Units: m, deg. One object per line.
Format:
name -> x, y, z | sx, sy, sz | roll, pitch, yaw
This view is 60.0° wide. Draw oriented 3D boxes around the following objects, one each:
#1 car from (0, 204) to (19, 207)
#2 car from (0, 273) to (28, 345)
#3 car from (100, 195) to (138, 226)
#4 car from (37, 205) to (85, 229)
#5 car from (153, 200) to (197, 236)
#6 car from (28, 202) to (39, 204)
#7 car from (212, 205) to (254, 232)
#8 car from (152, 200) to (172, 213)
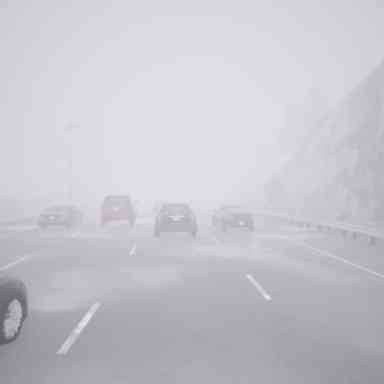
car -> -26.516, 1.498, 48.961 | 1.812, 1.442, 4.674 | 0, 0, -8
car -> -3.531, 1.506, 3.454 | 1.837, 1.490, 4.892 | 0, 0, -1
car -> -5.058, 1.193, 23.448 | 2.150, 2.045, 5.566 | 0, 0, -7
car -> -8.327, 1.528, 21.520 | 2.033, 1.411, 5.357 | 0, 0, -7
car -> -0.968, 1.323, 18.246 | 2.097, 1.767, 4.553 | 0, 0, -5
car -> -23.053, 1.512, 49.481 | 2.033, 1.411, 5.357 | 0, 0, -8
car -> 2.387, 1.488, 19.918 | 1.812, 1.442, 4.674 | 0, 0, -6
car -> -3.384, 1.546, 36.876 | 1.895, 1.301, 4.718 | 0, 0, -8
